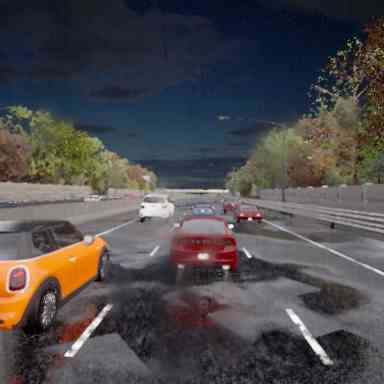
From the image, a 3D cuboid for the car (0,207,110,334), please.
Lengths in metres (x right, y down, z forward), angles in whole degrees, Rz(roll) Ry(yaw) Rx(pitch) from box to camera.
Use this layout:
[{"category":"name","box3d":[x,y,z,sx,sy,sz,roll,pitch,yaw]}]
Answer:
[{"category":"car","box3d":[-3.247,1.324,6.913,2.097,1.767,4.553,1,0,2]}]

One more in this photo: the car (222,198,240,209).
[{"category":"car","box3d":[4.719,1.509,39.904,2.097,1.767,4.553,1,0,2]}]

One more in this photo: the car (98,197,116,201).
[{"category":"car","box3d":[-15.645,1.578,62.658,1.895,1.301,4.718,1,0,2]}]

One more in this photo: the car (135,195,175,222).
[{"category":"car","box3d":[-2.653,1.245,26.117,2.150,2.045,5.566,1,0,2]}]

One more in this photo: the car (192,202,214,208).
[{"category":"car","box3d":[0.962,1.628,29.896,2.033,1.411,5.357,1,0,2]}]

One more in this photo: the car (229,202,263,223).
[{"category":"car","box3d":[4.324,1.718,26.578,1.895,1.301,4.718,1,0,2]}]

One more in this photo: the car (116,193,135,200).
[{"category":"car","box3d":[-12.141,1.267,62.875,2.150,2.045,5.566,1,0,2]}]

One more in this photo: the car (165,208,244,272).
[{"category":"car","box3d":[0.379,1.508,10.991,1.882,1.535,5.008,1,0,2]}]

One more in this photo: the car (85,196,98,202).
[{"category":"car","box3d":[-19.096,1.520,64.093,1.895,1.301,4.718,1,0,2]}]

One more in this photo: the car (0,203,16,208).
[{"category":"car","box3d":[-13.473,1.419,22.545,2.033,1.411,5.357,1,0,2]}]
